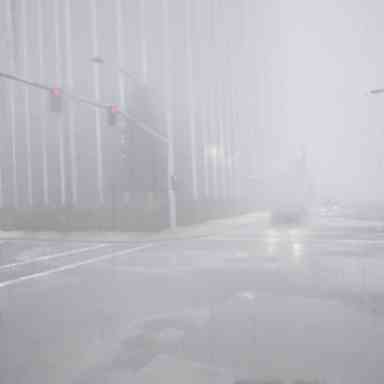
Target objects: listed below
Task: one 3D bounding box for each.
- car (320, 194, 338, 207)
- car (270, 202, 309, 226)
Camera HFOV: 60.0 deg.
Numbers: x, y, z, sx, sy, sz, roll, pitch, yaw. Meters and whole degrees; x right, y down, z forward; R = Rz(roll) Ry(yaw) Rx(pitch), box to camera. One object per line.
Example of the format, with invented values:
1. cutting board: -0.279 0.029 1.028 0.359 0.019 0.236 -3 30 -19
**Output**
1. car: 19.013 1.128 46.027 1.837 1.490 4.892 -3 -1 28
2. car: 6.793 1.446 22.993 1.882 1.535 5.008 -3 -1 28
